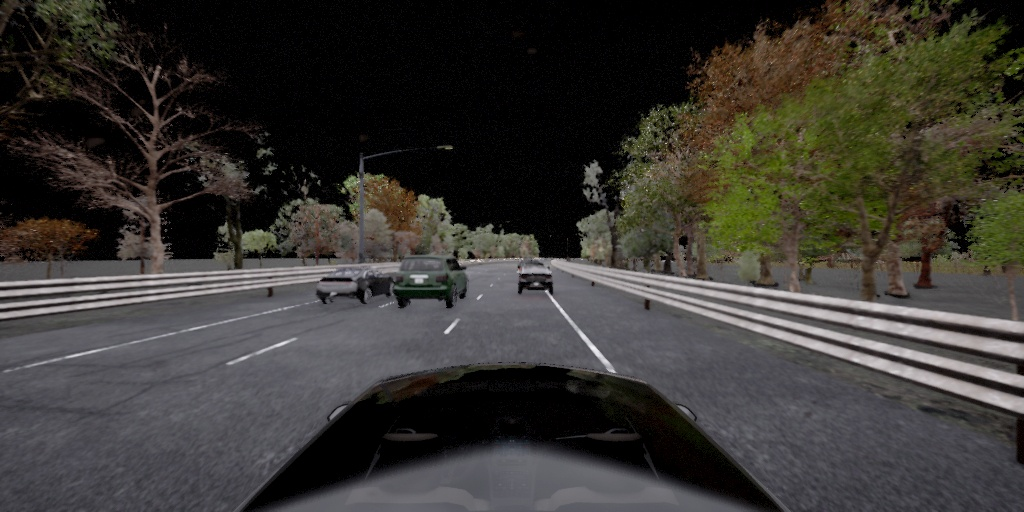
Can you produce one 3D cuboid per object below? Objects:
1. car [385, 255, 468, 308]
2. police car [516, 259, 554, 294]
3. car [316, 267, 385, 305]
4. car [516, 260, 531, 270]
[{"bbox_3d":[-3.268,0.982,15.447,2.150,2.045,5.566,0,0,1],"label":"car"},{"bbox_3d":[1.278,1.198,20.610,1.930,1.638,5.238,0,0,1],"label":"police car"},{"bbox_3d":[-6.751,1.249,16.064,2.128,1.511,4.902,0,0,1],"label":"car"},{"bbox_3d":[1.786,1.329,54.705,2.128,1.511,4.902,0,0,4],"label":"car"}]
